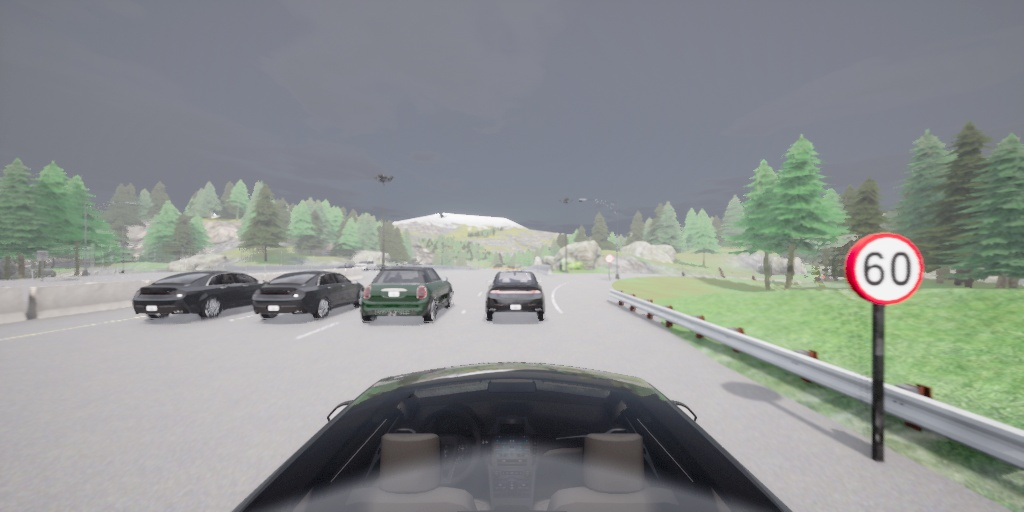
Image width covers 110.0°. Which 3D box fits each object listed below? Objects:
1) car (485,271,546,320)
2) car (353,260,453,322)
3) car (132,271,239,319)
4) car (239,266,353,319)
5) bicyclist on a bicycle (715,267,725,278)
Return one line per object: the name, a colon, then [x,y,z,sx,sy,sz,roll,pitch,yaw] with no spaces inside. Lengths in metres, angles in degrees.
car: [0.106,1.264,12.695,2.128,1.511,4.902,0,0,0]
car: [-3.395,1.120,12.434,2.097,1.767,4.553,0,0,0]
car: [-10.394,1.271,12.770,1.837,1.490,4.892,0,0,0]
car: [-6.894,1.273,12.794,1.837,1.490,4.892,0,0,0]
bicyclist on a bicycle: [32.023,2.552,55.117,0.582,1.620,1.656,3,-1,-25]
